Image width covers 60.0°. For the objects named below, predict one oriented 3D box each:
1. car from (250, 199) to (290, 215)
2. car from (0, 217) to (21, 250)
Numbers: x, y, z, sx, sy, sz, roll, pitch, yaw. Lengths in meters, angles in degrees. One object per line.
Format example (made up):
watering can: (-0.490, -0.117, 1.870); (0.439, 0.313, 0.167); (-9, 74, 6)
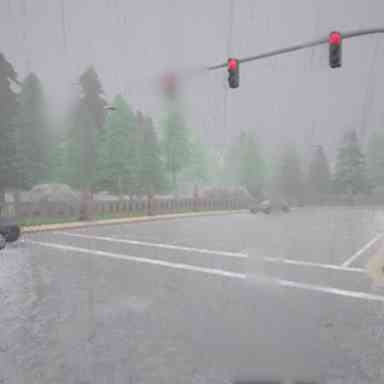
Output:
car: (7.626, 1.441, 32.243); (4.674, 1.442, 1.812); (0, 0, -39)
car: (-8.953, 1.533, 12.213); (1.837, 1.490, 4.892); (0, 0, 36)
